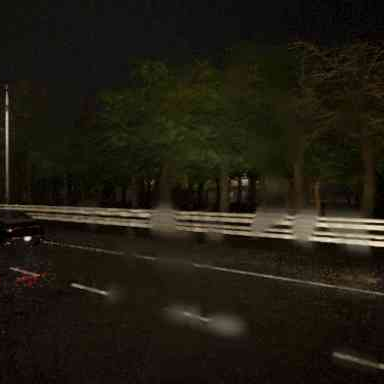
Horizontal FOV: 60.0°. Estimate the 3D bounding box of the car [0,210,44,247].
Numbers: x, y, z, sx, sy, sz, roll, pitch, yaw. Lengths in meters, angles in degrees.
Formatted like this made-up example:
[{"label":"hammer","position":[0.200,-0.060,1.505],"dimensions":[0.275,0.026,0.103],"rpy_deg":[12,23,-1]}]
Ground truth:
[{"label":"car","position":[-8.211,1.528,14.037],"dimensions":[4.892,1.490,1.837],"rpy_deg":[0,0,36]}]
